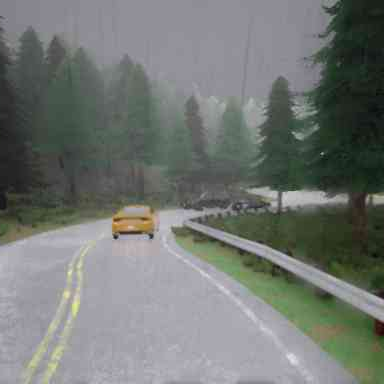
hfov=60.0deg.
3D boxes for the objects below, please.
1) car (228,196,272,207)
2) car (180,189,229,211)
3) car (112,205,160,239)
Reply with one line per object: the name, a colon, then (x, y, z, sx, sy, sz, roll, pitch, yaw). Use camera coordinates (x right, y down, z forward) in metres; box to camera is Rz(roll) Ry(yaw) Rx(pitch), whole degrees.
car: (6.009, 1.271, 32.820, 4.181, 1.385, 1.994, -2, 5, -36)
car: (1.421, 0.812, 33.473, 5.566, 2.045, 2.150, -2, 4, -40)
car: (-2.757, 1.425, 17.194, 1.882, 1.535, 5.008, -1, 0, -1)
